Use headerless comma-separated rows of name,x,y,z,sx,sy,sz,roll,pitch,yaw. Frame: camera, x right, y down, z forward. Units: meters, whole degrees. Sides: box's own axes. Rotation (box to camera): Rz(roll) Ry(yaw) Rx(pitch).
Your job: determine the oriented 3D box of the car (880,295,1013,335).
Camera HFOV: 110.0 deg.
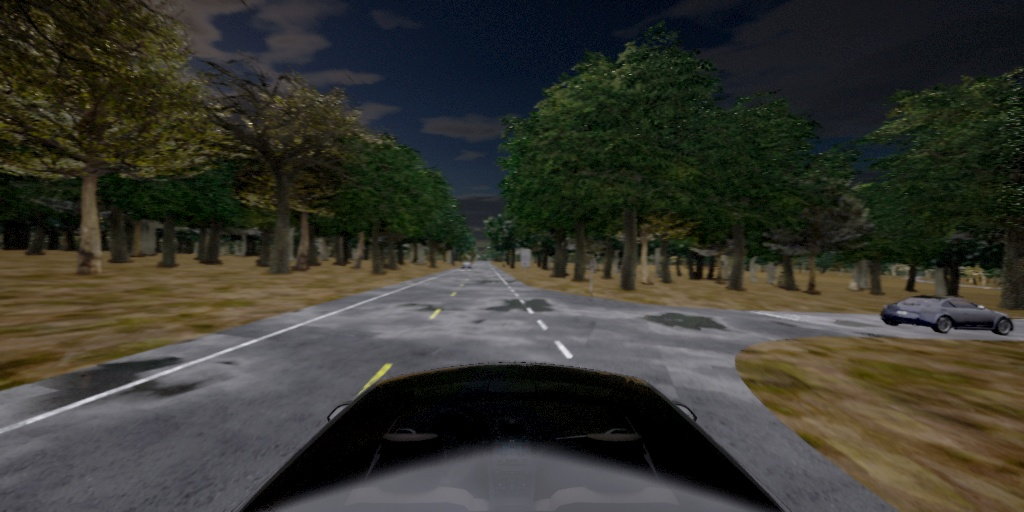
car,17.832,2.365,14.799,4.181,1.385,1.994,3,-1,-7
